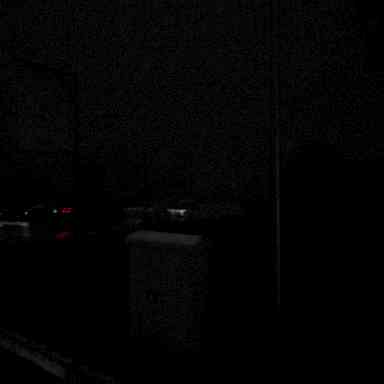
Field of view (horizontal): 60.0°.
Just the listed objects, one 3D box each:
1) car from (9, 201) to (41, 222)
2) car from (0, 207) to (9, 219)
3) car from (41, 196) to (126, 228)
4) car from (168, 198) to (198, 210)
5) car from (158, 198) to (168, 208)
[{"bbox_3d":[-12.373,1.635,27.943,1.812,1.442,4.674,0,0,32],"label":"car"},{"bbox_3d":[-14.932,1.615,30.443,2.128,1.511,4.902,0,0,32],"label":"car"},{"bbox_3d":[-7.089,1.306,23.025,2.150,2.045,5.566,0,0,32],"label":"car"},{"bbox_3d":[-0.910,1.639,45.913,1.812,1.442,4.674,0,0,33],"label":"car"},{"bbox_3d":[-3.713,1.606,48.027,1.882,1.535,5.008,0,0,33],"label":"car"}]
